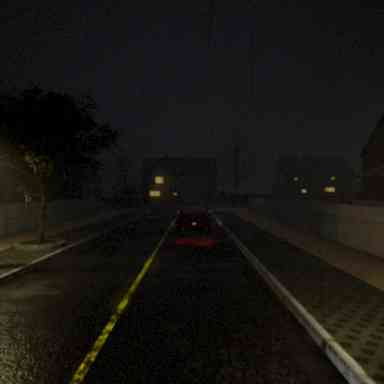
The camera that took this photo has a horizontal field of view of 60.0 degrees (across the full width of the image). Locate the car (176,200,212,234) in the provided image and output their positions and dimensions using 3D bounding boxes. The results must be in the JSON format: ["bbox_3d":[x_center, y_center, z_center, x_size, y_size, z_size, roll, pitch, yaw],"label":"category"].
[{"bbox_3d":[0.116,1.451,19.211,1.882,1.535,5.008,0,0,0],"label":"car"}]
